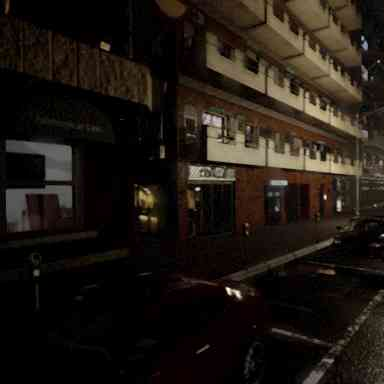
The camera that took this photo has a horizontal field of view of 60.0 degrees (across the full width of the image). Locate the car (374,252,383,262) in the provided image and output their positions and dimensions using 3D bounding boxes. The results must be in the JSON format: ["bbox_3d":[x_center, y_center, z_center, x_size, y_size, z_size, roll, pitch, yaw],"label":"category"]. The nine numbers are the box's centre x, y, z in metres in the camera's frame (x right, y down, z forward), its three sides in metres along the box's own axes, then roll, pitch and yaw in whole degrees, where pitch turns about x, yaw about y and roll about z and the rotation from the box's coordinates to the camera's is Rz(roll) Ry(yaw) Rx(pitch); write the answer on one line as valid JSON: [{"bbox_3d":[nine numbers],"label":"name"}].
[{"bbox_3d":[4.764,1.596,5.838,1.895,1.301,4.718,0,0,39],"label":"car"}]

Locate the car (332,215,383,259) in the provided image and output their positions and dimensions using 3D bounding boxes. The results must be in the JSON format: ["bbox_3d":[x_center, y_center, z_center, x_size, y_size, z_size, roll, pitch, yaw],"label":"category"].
[{"bbox_3d":[6.410,1.544,11.987,2.008,1.369,4.403,-1,-1,39],"label":"car"}]

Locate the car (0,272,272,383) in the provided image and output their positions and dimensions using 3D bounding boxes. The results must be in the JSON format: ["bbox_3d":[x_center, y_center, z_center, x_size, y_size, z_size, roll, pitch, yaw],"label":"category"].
[{"bbox_3d":[-0.660,1.582,3.295,1.802,1.307,4.206,-1,-1,39],"label":"car"}]
